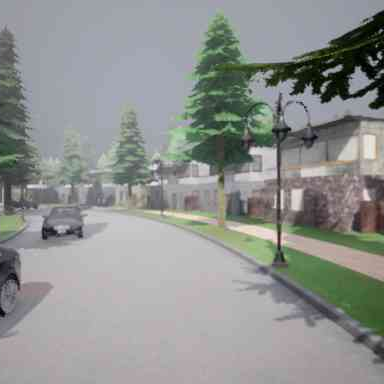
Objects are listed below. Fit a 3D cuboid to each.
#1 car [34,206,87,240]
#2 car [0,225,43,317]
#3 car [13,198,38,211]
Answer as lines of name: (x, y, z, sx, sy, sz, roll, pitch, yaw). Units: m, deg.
car: (-6.539, 1.506, 17.235, 2.128, 1.511, 4.902, 0, 0, -17)
car: (-4.094, 1.512, 4.620, 2.128, 1.511, 4.902, 0, 0, -6)
car: (-20.924, 1.489, 41.690, 4.892, 1.490, 1.837, 0, 0, 45)
